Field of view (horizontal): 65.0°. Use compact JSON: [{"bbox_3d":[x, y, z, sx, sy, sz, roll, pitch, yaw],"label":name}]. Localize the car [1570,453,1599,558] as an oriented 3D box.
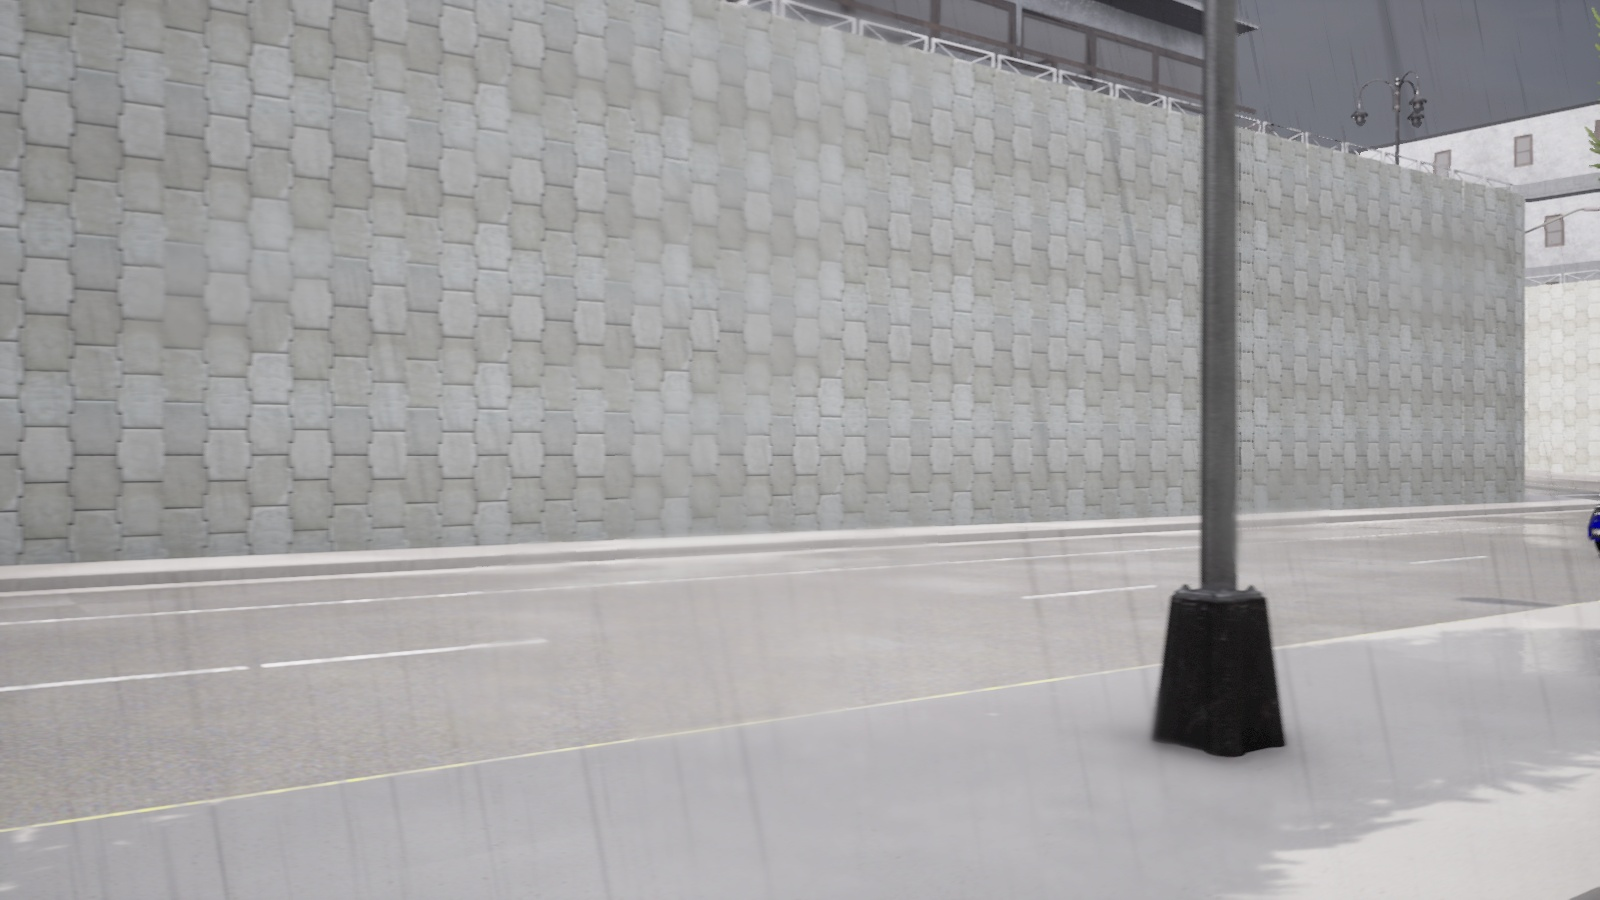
[{"bbox_3d":[13.196,0.775,18.326,4.193,1.474,1.816,0,0,-35],"label":"car"}]
